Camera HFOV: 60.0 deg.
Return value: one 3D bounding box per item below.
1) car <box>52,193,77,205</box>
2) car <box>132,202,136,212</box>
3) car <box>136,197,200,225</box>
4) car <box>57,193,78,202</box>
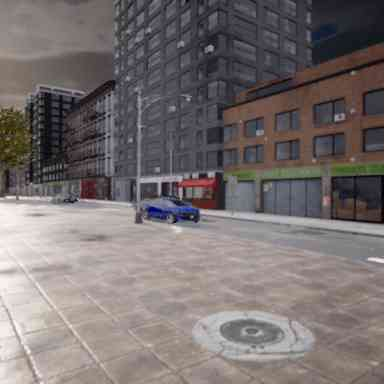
[{"bbox_3d":[-16.348,0.862,42.218,1.994,1.385,4.181,1,0,-35],"label":"car"},{"bbox_3d":[-3.664,1.116,29.540,1.994,1.385,4.181,1,1,-36],"label":"car"},{"bbox_3d":[-1.445,1.137,21.418,1.882,1.535,5.008,1,1,-36],"label":"car"},{"bbox_3d":[-19.184,0.824,51.060,1.994,1.385,4.181,1,0,-36],"label":"car"}]
